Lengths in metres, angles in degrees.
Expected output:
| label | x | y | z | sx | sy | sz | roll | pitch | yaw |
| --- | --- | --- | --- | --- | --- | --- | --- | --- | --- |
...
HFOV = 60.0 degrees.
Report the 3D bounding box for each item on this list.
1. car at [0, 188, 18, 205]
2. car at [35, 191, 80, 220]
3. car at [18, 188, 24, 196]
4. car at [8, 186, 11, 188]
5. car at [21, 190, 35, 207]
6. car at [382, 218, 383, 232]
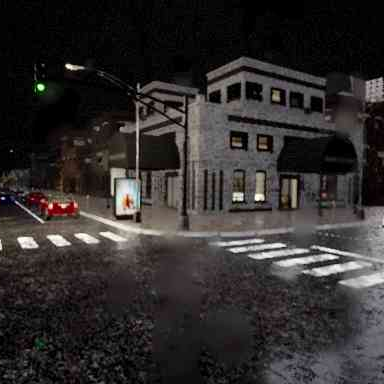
| label | x | y | z | sx | sy | sz | roll | pitch | yaw |
| --- | --- | --- | --- | --- | --- | --- | --- | --- | --- |
| car | -19.159 | 0.558 | 33.751 | 1.994 | 1.385 | 4.181 | 0 | 1 | -31 |
| car | -8.580 | 0.835 | 21.319 | 1.967 | 1.590 | 4.097 | -1 | 2 | -31 |
| car | -17.455 | 0.517 | 35.922 | 2.008 | 1.369 | 4.403 | -1 | 2 | -31 |
| car | -26.328 | 0.094 | 50.521 | 2.008 | 1.369 | 4.403 | -1 | 2 | -31 |
| car | -14.497 | 0.691 | 31.056 | 1.802 | 1.307 | 4.206 | -1 | 2 | -31 |
| car | 10.622 | 1.029 | 14.370 | 5.566 | 2.045 | 2.150 | 0 | 2 | -32 |
